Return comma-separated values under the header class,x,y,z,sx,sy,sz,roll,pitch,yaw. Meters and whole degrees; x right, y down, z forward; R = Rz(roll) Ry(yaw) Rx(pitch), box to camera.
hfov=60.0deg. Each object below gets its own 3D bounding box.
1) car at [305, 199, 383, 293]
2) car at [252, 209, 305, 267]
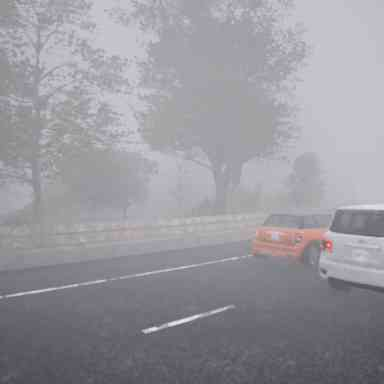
class,x,y,z,sx,sy,sz,roll,pitch,yaw
car,5.284,1.294,8.108,5.566,2.045,2.150,0,0,-40
car,4.237,1.456,11.894,4.553,1.767,2.097,0,-1,-41
